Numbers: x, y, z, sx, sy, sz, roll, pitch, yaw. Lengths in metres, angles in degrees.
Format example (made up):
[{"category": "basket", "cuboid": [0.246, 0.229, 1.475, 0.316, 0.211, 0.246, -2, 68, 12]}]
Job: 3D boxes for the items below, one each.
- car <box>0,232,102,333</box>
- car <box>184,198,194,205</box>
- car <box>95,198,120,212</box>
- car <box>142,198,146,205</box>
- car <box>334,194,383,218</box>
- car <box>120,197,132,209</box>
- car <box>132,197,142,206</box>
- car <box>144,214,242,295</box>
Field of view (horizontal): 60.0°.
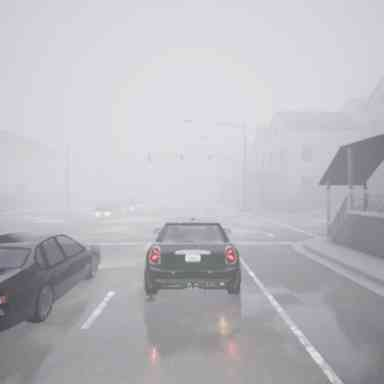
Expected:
[{"category": "car", "cuboid": [-3.480, 1.590, 7.162, 2.033, 1.411, 5.357, 0, 0, 0]}, {"category": "car", "cuboid": [-0.547, 1.924, 69.355, 1.812, 1.442, 4.674, 0, 0, -1]}, {"category": "car", "cuboid": [-10.994, 1.811, 42.837, 1.994, 1.385, 4.181, 0, 0, -1]}, {"category": "car", "cuboid": [-11.167, 1.935, 71.834, 2.128, 1.511, 4.902, 0, 0, -1]}, {"category": "car", "cuboid": [14.141, 1.110, 27.549, 4.674, 1.442, 1.812, -15, 0, -2]}, {"category": "car", "cuboid": [-11.068, 1.649, 51.493, 2.097, 1.767, 4.553, 0, 0, 0]}, {"category": "car", "cuboid": [-11.131, 1.846, 61.561, 2.128, 1.511, 4.902, 0, 0, 0]}, {"category": "car", "cuboid": [0.009, 1.404, 9.003, 2.097, 1.767, 4.553, 0, 0, 0]}]
